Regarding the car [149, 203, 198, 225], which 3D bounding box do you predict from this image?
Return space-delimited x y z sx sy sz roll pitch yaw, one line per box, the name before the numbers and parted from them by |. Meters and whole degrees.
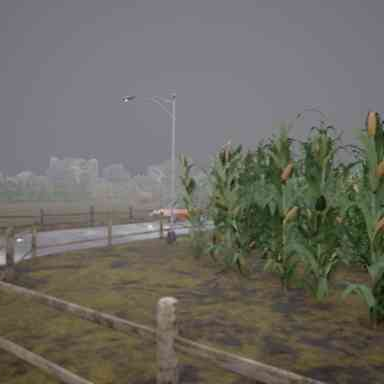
car | -1.431 1.670 27.433 2.097 1.767 4.553 1 0 35
